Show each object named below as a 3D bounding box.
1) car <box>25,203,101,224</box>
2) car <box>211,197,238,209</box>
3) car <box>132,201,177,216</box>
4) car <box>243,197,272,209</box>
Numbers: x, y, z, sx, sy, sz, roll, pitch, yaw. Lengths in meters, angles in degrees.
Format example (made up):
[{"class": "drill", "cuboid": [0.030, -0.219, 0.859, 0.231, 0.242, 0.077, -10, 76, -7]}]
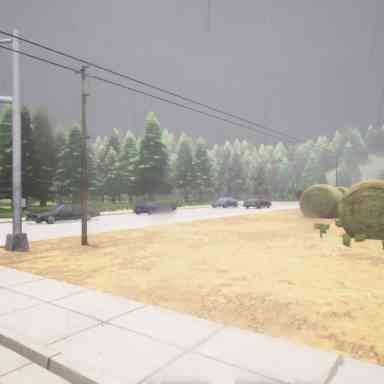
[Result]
[{"class": "car", "cuboid": [-9.513, 1.554, 25.021, 2.033, 1.411, 5.357, 0, 0, 37]}, {"class": "car", "cuboid": [4.390, 1.410, 43.704, 1.812, 1.442, 4.674, 0, 0, 37]}, {"class": "car", "cuboid": [-3.638, 1.556, 32.931, 1.895, 1.301, 4.718, 0, 0, 37]}, {"class": "car", "cuboid": [8.502, 1.413, 43.083, 2.033, 1.411, 5.357, 0, 0, 37]}]
